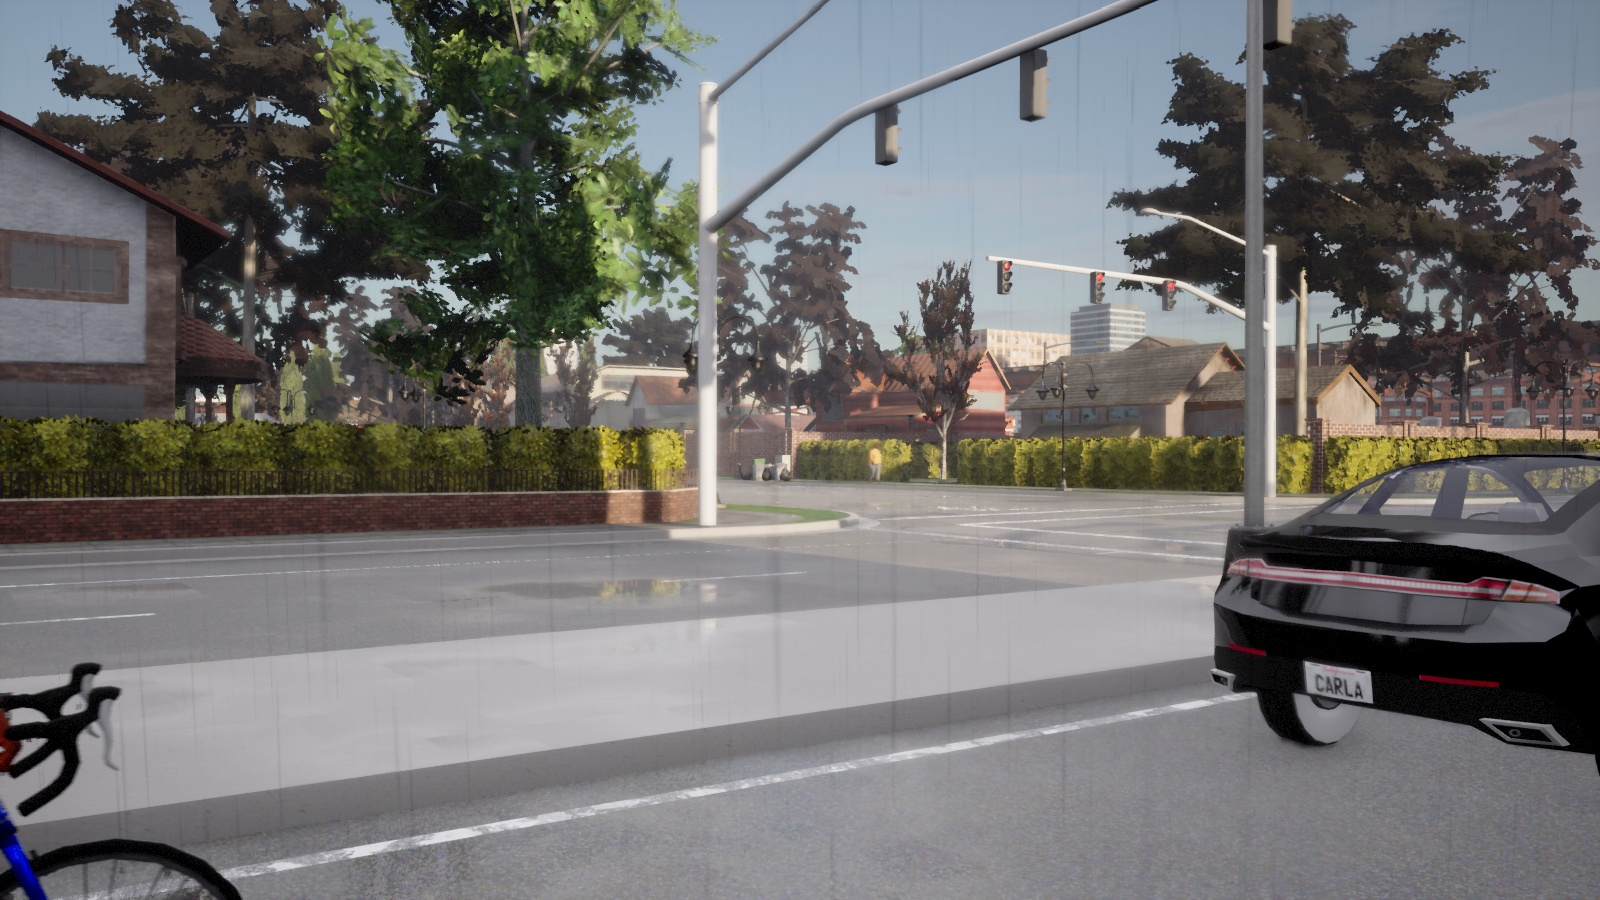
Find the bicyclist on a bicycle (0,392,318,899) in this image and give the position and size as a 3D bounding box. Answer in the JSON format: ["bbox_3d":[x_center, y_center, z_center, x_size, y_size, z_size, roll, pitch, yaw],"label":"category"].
[{"bbox_3d":[-1.848,0.707,2.371,1.656,1.620,0.582,0,0,-35],"label":"bicyclist on a bicycle"}]

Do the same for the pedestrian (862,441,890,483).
[{"bbox_3d":[3.420,0.540,56.228,0.874,1.855,0.900,0,0,-34],"label":"pedestrian"}]

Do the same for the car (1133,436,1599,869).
[{"bbox_3d":[4.234,0.708,6.605,4.902,1.511,2.128,0,0,-35],"label":"car"}]
